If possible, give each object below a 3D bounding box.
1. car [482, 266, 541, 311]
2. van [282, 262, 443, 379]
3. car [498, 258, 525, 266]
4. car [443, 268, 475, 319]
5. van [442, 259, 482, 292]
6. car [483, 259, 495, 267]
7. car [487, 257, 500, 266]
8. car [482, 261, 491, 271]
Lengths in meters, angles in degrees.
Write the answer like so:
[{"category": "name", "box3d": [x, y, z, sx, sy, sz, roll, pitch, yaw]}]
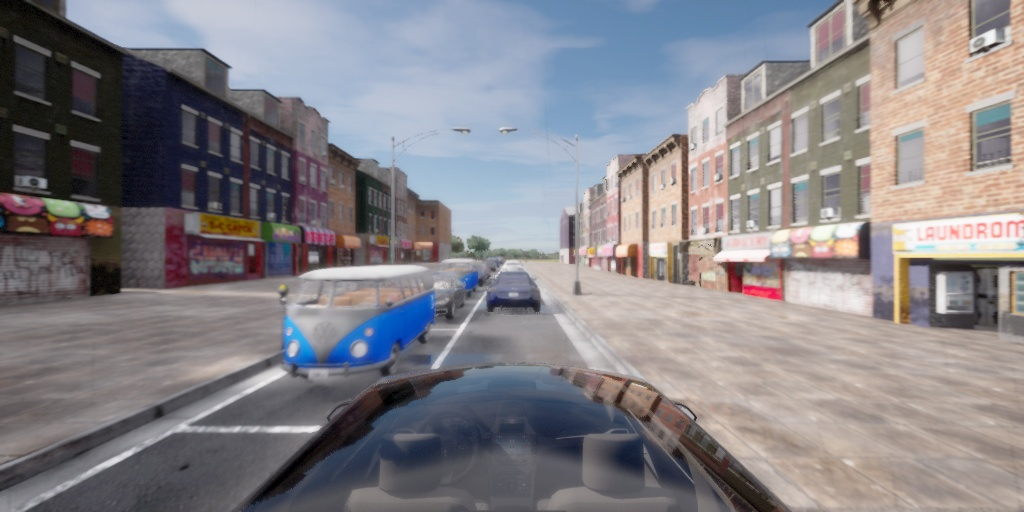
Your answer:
[{"category": "car", "box3d": [0.070, 1.277, 14.250, 1.994, 1.385, 4.181, 0, 0, 0]}, {"category": "van", "box3d": [-2.638, 1.083, 6.980, 1.690, 1.789, 3.998, 0, 0, 0]}, {"category": "car", "box3d": [0.068, 1.106, 29.719, 1.812, 1.442, 4.674, 0, 1, 0]}, {"category": "car", "box3d": [-2.638, 1.272, 12.528, 2.007, 1.370, 4.403, 0, 0, 0]}, {"category": "van", "box3d": [-2.639, 1.029, 18.074, 1.690, 1.789, 3.998, 0, 0, 0]}, {"category": "car", "box3d": [-2.640, 1.168, 29.163, 1.802, 1.307, 4.207, 0, 0, 0]}, {"category": "car", "box3d": [-2.641, 1.044, 40.239, 1.948, 1.339, 4.313, 0, 0, 0]}, {"category": "car", "box3d": [-2.639, 1.208, 23.621, 1.948, 1.339, 4.313, 0, 0, 0]}]
